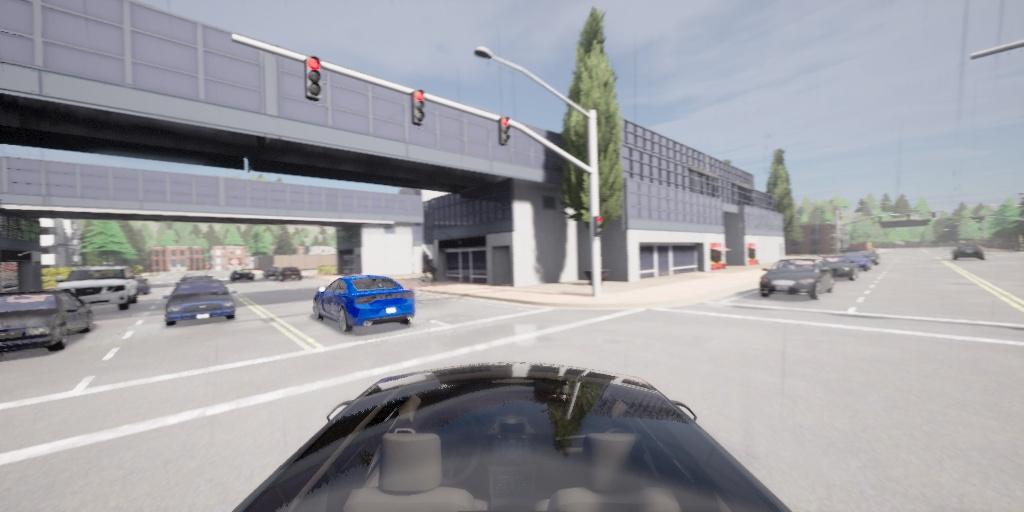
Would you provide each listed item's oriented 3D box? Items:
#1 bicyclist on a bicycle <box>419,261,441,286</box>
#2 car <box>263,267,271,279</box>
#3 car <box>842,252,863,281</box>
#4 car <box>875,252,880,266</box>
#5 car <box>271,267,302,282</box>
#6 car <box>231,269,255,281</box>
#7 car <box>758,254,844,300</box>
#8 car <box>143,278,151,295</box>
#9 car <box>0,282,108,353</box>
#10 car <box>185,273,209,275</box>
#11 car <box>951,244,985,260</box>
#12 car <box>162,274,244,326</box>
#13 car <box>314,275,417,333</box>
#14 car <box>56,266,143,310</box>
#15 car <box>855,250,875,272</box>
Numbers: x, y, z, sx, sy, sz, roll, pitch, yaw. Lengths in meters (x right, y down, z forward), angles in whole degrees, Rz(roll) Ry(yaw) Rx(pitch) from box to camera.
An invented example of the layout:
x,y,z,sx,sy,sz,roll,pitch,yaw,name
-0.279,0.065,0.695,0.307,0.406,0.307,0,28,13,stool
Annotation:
x,y,z,sx,sy,sz,roll,pitch,yaw,name
-5.416,1.152,23.705,1.656,1.620,0.582,-2,0,-42,bicyclist on a bicycle
-29.651,2.051,44.546,2.033,1.411,5.357,-2,0,-40,car
19.224,0.693,21.432,4.181,1.385,1.994,-2,0,-42,car
34.597,0.131,35.124,4.902,1.511,2.128,-2,0,-42,car
-23.282,1.841,37.343,1.837,1.490,4.892,-2,0,-42,car
-29.034,2.103,38.547,1.895,1.301,4.718,-2,0,-42,car
11.788,0.858,14.806,4.902,1.511,2.128,-2,0,-41,car
-26.195,2.021,24.545,1.994,1.385,4.181,-2,0,-41,car
-12.811,1.653,9.493,2.033,1.411,5.357,-2,0,-42,car
-18.189,1.833,20.799,1.895,1.301,4.718,-2,0,-42,car
49.962,-0.470,39.392,4.553,1.767,2.097,-2,0,-42,car
-11.819,1.612,13.641,2.033,1.411,5.357,-2,0,-42,car
-4.846,1.343,11.443,1.882,1.535,5.008,-1,0,-41,car
-19.593,1.505,17.100,2.150,2.045,5.566,-2,0,-42,car
26.833,0.413,28.208,4.674,1.442,1.812,-2,0,-41,car
